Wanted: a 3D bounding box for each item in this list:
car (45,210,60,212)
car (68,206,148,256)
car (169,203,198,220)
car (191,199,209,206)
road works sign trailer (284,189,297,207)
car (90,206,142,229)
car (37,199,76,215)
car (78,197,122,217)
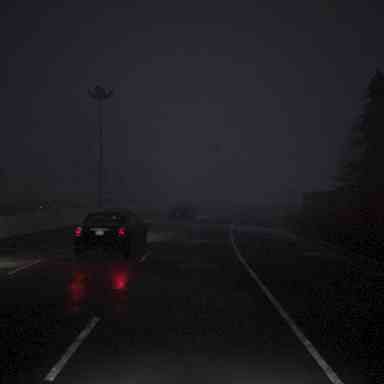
[{"bbox_3d":[-13.820,1.954,37.778,2.033,1.411,5.357,0,-1,15],"label":"car"},{"bbox_3d":[-3.202,1.504,14.016,2.097,1.767,4.553,0,-1,3],"label":"car"},{"bbox_3d":[-0.712,1.820,31.660,1.882,1.535,5.008,0,-1,13],"label":"car"},{"bbox_3d":[1.828,2.374,77.127,1.994,1.385,4.181,0,-1,37],"label":"car"},{"bbox_3d":[19.881,1.182,66.347,2.380,3.560,2.880,-1,-1,42],"label":"road works sign trailer"},{"bbox_3d":[-5.594,1.821,25.369,2.033,1.411,5.357,0,-1,9],"label":"car"},{"bbox_3d":[-16.509,1.791,40.864,2.097,1.767,4.553,0,-1,16],"label":"car"},{"bbox_3d":[-10.240,1.628,37.541,2.150,2.045,5.566,0,-1,16],"label":"car"}]
